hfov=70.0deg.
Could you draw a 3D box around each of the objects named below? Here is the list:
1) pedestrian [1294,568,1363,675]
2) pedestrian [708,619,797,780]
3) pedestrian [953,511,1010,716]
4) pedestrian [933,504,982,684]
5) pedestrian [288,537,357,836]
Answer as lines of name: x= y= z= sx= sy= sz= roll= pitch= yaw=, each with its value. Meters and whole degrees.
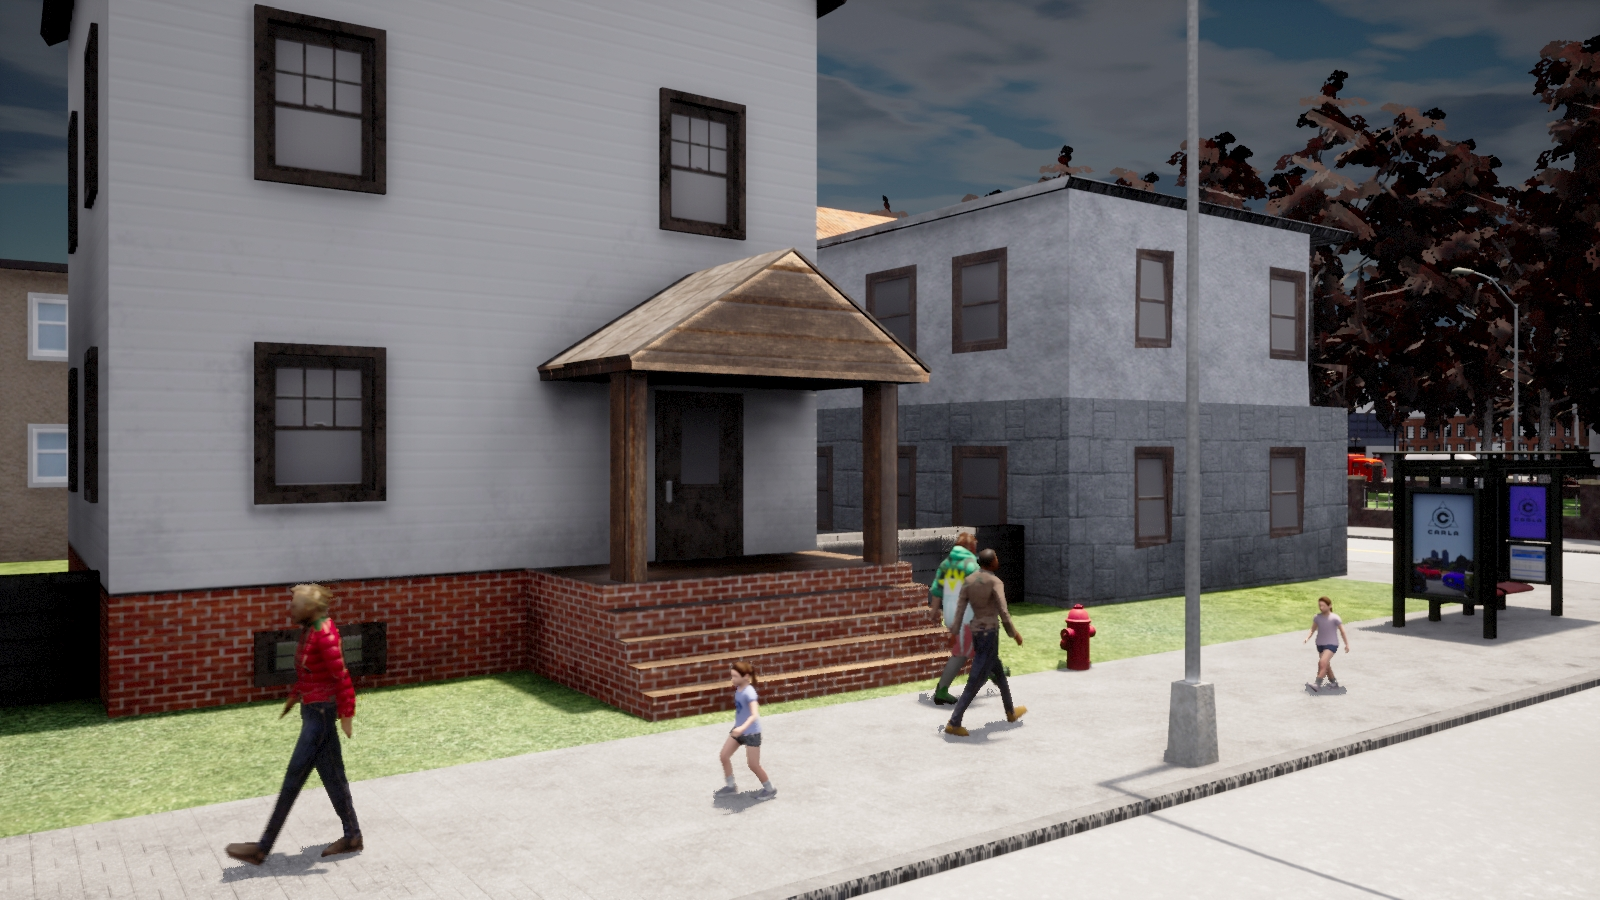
pedestrian: x=5.884 y=1.896 z=12.735 sx=0.500 sy=1.100 sz=0.500 roll=0 pitch=0 yaw=-30
pedestrian: x=-0.369 y=1.904 z=8.835 sx=0.500 sy=1.100 sz=0.500 roll=0 pitch=0 yaw=-33
pedestrian: x=1.720 y=1.525 z=10.822 sx=0.375 sy=1.860 sz=0.375 roll=0 pitch=0 yaw=-35
pedestrian: x=1.684 y=1.524 z=12.223 sx=0.375 sy=1.860 sz=0.375 roll=0 pitch=0 yaw=-32
pedestrian: x=-3.141 y=1.523 z=7.514 sx=0.375 sy=1.860 sz=0.375 roll=0 pitch=0 yaw=-29
